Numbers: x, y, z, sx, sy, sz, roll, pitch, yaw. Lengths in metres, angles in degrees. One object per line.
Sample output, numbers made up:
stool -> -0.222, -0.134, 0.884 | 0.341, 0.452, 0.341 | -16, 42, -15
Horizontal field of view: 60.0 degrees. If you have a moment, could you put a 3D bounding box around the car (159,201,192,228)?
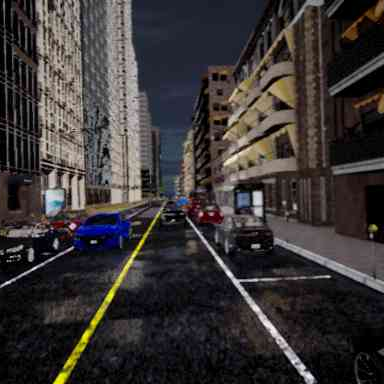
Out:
car -> -1.400, 1.698, 24.366 | 2.128, 1.511, 4.902 | -2, 0, -4

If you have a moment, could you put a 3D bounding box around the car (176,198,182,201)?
car -> -2.469, 1.853, 39.884 | 1.837, 1.490, 4.892 | -2, 0, -3

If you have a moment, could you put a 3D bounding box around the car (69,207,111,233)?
car -> -7.148, 1.893, 23.738 | 1.752, 1.417, 4.829 | -2, 0, -4

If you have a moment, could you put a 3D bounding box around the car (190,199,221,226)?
car -> 1.196, 1.573, 24.471 | 1.967, 1.590, 4.097 | -2, 0, -4

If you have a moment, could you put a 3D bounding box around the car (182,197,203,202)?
car -> 0.438, 1.548, 35.743 | 2.192, 1.841, 5.009 | -2, 0, -4

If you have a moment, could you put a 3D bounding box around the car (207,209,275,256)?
car -> 1.955, 1.584, 13.199 | 2.008, 1.369, 4.403 | -2, 0, -4

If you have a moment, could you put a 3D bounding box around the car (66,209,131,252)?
car -> -3.990, 1.697, 15.448 | 1.882, 1.535, 5.008 | -2, 0, -4

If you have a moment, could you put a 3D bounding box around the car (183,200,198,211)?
car -> -0.311, 1.916, 47.013 | 1.802, 1.307, 4.206 | -2, 0, -4

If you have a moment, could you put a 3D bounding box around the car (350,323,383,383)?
car -> 2.712, 1.501, 1.928 | 1.947, 1.339, 4.313 | -2, 0, -4

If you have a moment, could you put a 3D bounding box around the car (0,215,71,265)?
car -> -6.402, 1.820, 12.636 | 2.008, 1.369, 4.403 | -2, 0, -4

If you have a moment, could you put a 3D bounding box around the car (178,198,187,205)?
car -> -2.200, 2.165, 75.191 | 1.947, 1.339, 4.313 | -2, 0, -4

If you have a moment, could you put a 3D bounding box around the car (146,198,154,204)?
car -> -11.696, 2.437, 91.537 | 1.967, 1.590, 4.097 | -2, 0, -4

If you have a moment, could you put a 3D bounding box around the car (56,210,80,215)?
car -> -6.784, 1.759, 18.273 | 1.967, 1.590, 4.097 | -2, 0, -4

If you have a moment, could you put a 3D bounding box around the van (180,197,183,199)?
van -> -1.829, 1.887, 69.557 | 1.690, 1.788, 3.998 | -2, 0, -4

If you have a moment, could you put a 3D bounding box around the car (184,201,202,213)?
car -> 0.067, 1.865, 41.377 | 1.802, 1.307, 4.206 | -2, 0, -4
